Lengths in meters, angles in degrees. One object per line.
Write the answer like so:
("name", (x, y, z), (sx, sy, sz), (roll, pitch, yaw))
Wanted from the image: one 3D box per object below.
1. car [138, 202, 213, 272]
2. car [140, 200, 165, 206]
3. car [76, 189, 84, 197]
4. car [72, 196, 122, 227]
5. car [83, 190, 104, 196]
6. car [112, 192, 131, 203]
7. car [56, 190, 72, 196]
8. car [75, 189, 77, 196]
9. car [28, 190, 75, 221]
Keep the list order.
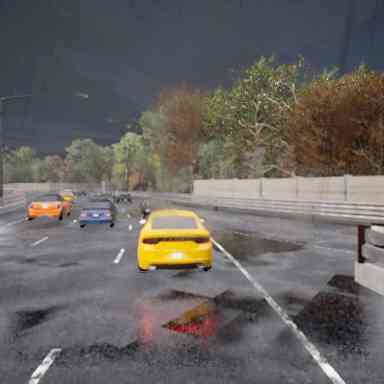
("car", (-0.588, 1.296, 10.201), (1.882, 1.535, 5.008), (0, 1, -6))
("car", (-2.736, 1.178, 23.836), (1.895, 1.301, 4.718), (0, 1, -12))
("car", (-23.220, 0.158, 68.157), (1.837, 1.490, 4.892), (-1, 1, -39))
("car", (-5.406, 1.202, 19.560), (2.033, 1.411, 5.357), (0, 1, -10))
("car", (-11.851, 0.767, 41.158), (2.128, 1.511, 4.902), (0, 1, -22))
("car", (-9.404, 0.723, 44.279), (1.837, 1.490, 4.892), (0, 1, -24))
("car", (-28.816, 0.238, 74.955), (1.994, 1.385, 4.181), (-1, 1, -42))
("car", (-16.345, 0.725, 42.848), (1.882, 1.535, 5.008), (0, 1, -23))
("car", (-9.797, 0.943, 23.237), (2.097, 1.767, 4.553), (0, 1, -12))
